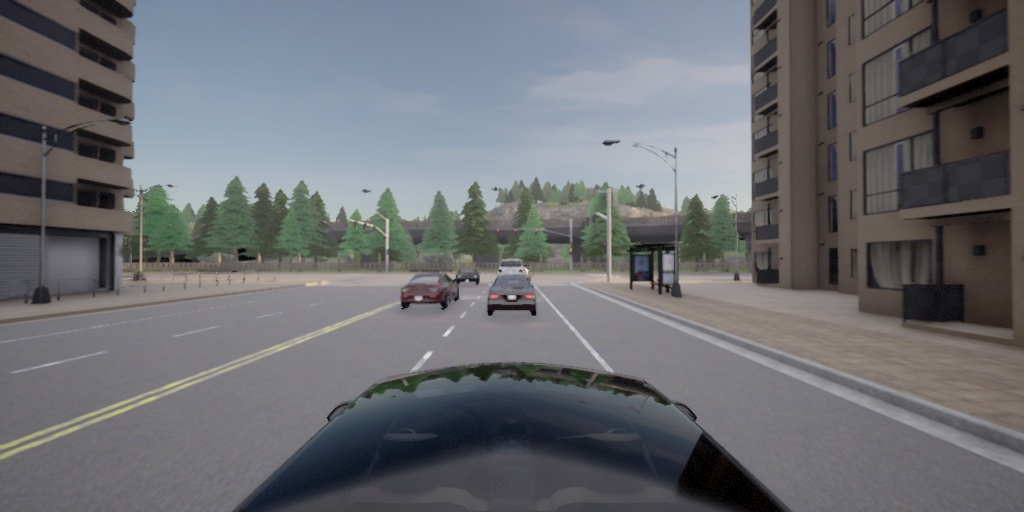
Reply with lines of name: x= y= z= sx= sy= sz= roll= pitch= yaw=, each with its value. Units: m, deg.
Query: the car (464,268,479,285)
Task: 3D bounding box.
car: x=-3.738 y=1.661 z=30.028 sx=1.895 sy=1.301 sz=4.718 roll=0 pitch=0 yaw=-7

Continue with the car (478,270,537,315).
car: x=0.006 y=1.438 z=14.352 sx=2.033 sy=1.411 sz=5.357 roll=0 pitch=-1 yaw=0

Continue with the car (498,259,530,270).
car: x=0.218 y=1.277 z=29.344 sx=2.150 sy=2.045 sz=5.566 roll=-1 pitch=0 yaw=7

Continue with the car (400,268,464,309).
car: x=-3.481 y=1.430 z=15.727 sx=1.812 sy=1.442 sz=4.674 roll=0 pitch=0 yaw=0
